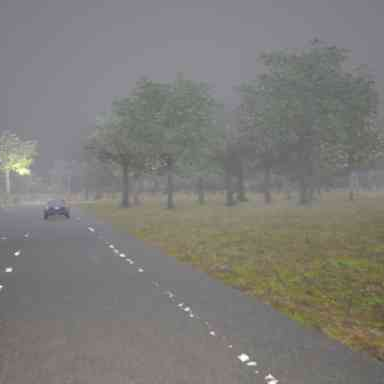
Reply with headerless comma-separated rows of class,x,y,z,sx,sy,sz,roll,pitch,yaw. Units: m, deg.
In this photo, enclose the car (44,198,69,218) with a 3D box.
car,-12.995,1.496,31.888,2.097,1.767,4.553,-1,0,-23
